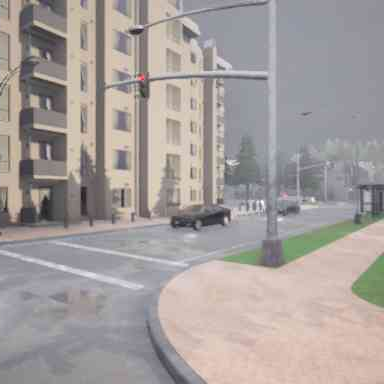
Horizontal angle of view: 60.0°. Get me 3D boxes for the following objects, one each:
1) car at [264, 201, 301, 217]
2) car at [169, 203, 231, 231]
[{"bbox_3d":[8.829,1.550,32.094,2.033,1.411,5.357,0,0,37],"label":"car"},{"bbox_3d":[0.609,1.482,21.069,1.882,1.535,5.008,0,0,37],"label":"car"}]
